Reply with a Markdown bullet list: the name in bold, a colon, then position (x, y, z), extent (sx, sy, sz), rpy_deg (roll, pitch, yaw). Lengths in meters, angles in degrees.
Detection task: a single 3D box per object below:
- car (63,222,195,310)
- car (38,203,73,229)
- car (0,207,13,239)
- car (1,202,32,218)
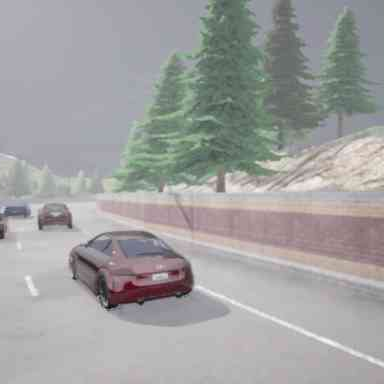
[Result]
- **car**: position (-1.676, 1.642, 8.232), extent (1.994, 1.385, 4.181), rpy_deg (1, -1, -32)
- **car**: position (-9.595, 1.540, 23.252), extent (2.097, 1.767, 4.553), rpy_deg (1, -1, -24)
- **car**: position (-10.927, 1.722, 17.798), extent (1.895, 1.301, 4.718), rpy_deg (1, -1, -26)
- **car**: position (-17.328, 1.723, 33.327), extent (1.882, 1.535, 5.008), rpy_deg (0, 0, -19)
